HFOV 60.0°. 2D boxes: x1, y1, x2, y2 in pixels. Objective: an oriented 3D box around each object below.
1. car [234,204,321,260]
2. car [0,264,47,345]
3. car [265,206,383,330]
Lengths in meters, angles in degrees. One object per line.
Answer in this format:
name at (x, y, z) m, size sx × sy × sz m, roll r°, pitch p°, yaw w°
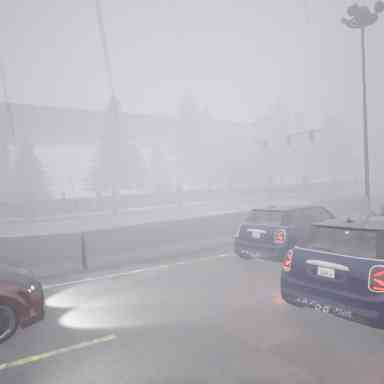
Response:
car at (3.531, 1.156, 10.653) m, size 4.553 × 1.767 × 2.097 m, roll -3°, pitch 2°, yaw -36°
car at (-4.440, 1.564, 4.882) m, size 4.181 × 1.385 × 1.994 m, roll 0°, pitch 0°, yaw -35°
car at (3.847, 1.232, 6.554) m, size 4.553 × 1.767 × 2.097 m, roll -2°, pitch 1°, yaw -36°
